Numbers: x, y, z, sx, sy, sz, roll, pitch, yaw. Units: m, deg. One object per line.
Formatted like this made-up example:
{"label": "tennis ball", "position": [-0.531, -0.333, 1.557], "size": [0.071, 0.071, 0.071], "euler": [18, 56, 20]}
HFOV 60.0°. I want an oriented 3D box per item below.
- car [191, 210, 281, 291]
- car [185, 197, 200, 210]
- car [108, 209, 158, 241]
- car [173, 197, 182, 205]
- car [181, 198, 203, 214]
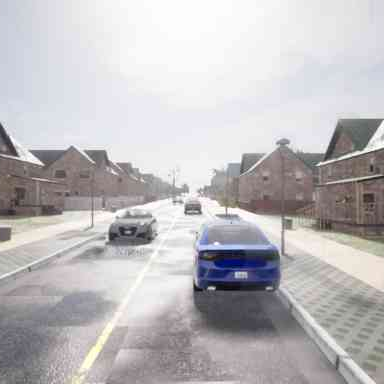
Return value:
{"label": "car", "position": [0.973, 1.485, 9.025], "size": [1.882, 1.535, 5.008], "euler": [0, 0, 0]}
{"label": "car", "position": [0.077, 1.547, 46.374], "size": [1.882, 1.535, 5.008], "euler": [0, 0, 1]}
{"label": "car", "position": [-2.830, 1.579, 16.656], "size": [1.994, 1.385, 4.181], "euler": [0, 0, 0]}
{"label": "car", "position": [-2.675, 1.610, 63.290], "size": [2.128, 1.511, 4.902], "euler": [0, 0, 0]}
{"label": "car", "position": [0.112, 1.552, 36.526], "size": [1.837, 1.490, 4.892], "euler": [0, 0, 0]}
